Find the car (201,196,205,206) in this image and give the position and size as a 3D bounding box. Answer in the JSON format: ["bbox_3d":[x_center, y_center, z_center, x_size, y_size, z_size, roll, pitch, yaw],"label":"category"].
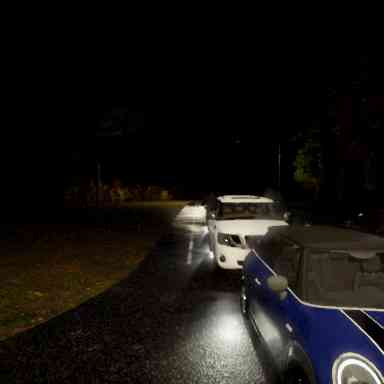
[{"bbox_3d":[2.330,1.224,47.750,1.882,1.535,5.008,0,0,1],"label":"car"}]

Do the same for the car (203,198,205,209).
[{"bbox_3d":[1.880,1.374,23.114,1.837,1.490,4.892,0,1,1],"label":"car"}]

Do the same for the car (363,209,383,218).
[{"bbox_3d":[8.748,1.482,15.185,1.994,1.385,4.181,0,0,1],"label":"car"}]

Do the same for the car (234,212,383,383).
[{"bbox_3d":[1.936,1.337,4.186,2.097,1.767,4.553,0,0,-1],"label":"car"}]

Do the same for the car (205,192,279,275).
[{"bbox_3d":[1.680,1.159,10.530,2.150,2.045,5.566,0,0,1],"label":"car"}]
